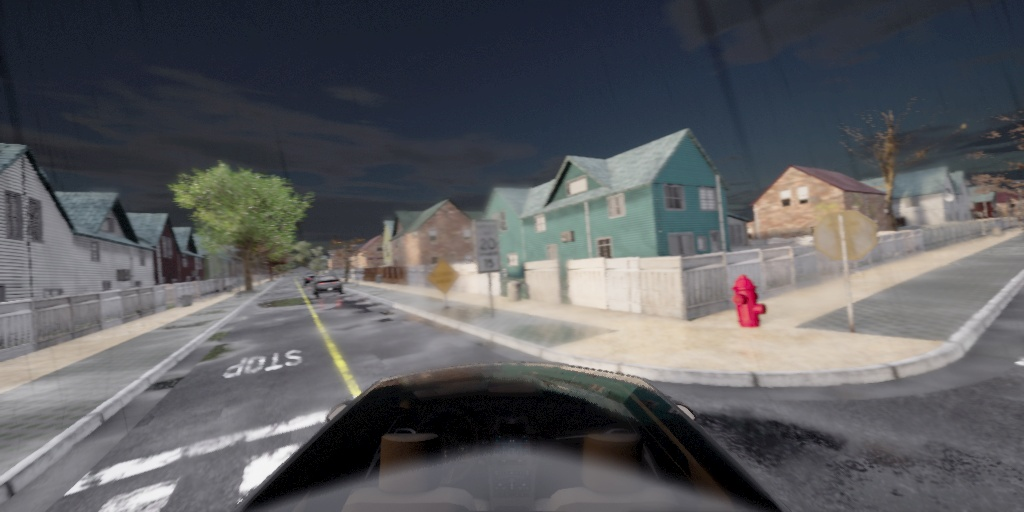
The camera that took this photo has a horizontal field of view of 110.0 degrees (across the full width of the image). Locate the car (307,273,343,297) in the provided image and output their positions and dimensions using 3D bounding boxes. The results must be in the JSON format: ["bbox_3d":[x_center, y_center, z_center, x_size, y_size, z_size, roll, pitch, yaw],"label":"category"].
[{"bbox_3d":[-14.206,2.229,27.518,2.128,1.511,4.902,-4,0,-32],"label":"car"}]

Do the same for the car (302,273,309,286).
[{"bbox_3d":[-26.786,3.127,47.963,1.837,1.490,4.892,-4,0,-32],"label":"car"}]

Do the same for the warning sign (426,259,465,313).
[{"bbox_3d":[-2.345,1.021,12.907,1.300,1.860,1.060,0,0,-32],"label":"warning sign"}]
